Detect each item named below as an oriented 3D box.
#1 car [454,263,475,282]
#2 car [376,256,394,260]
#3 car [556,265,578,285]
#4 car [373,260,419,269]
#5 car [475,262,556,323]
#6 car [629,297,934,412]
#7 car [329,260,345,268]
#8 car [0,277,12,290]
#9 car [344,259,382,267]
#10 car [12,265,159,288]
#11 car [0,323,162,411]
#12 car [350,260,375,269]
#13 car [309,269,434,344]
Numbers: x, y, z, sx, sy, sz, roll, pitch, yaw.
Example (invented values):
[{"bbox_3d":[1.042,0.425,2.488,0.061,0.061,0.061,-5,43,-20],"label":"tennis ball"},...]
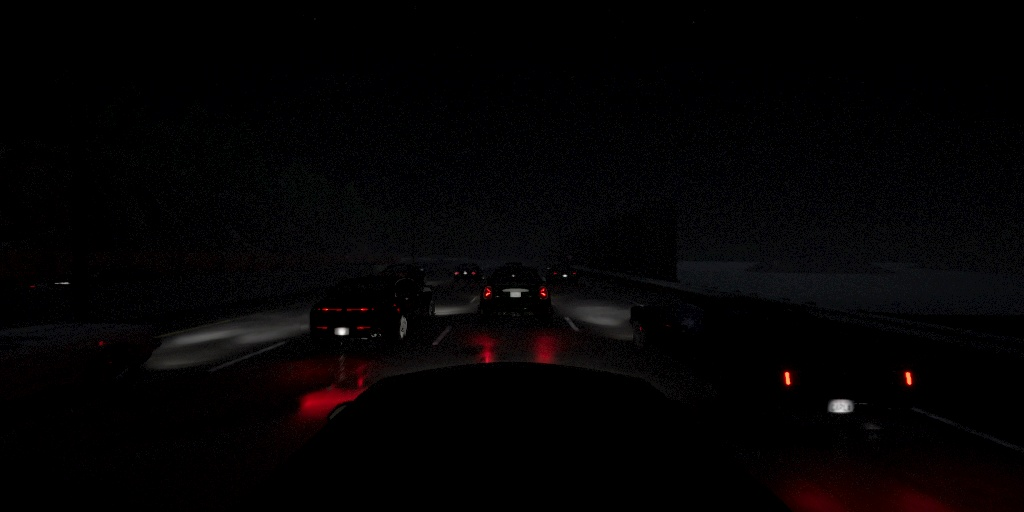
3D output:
[{"bbox_3d":[-3.396,1.299,28.568,2.033,1.411,5.357,0,0,0],"label":"car"},{"bbox_3d":[-20.580,0.973,57.530,2.150,2.045,5.566,0,0,2],"label":"car"},{"bbox_3d":[3.605,1.315,26.364,1.994,1.385,4.181,0,0,0],"label":"car"},{"bbox_3d":[-6.896,1.228,23.032,1.882,1.535,5.008,0,0,0],"label":"car"},{"bbox_3d":[0.104,1.103,12.190,2.097,1.767,4.553,0,0,0],"label":"car"},{"bbox_3d":[3.601,1.351,6.144,1.895,1.301,4.718,0,0,0],"label":"car"},{"bbox_3d":[-27.554,1.353,58.171,1.895,1.301,4.718,0,0,2],"label":"car"},{"bbox_3d":[-28.097,1.350,17.434,1.895,1.301,4.718,0,0,0],"label":"car"},{"bbox_3d":[-17.474,1.352,42.462,1.895,1.301,4.718,0,0,1],"label":"car"},{"bbox_3d":[-21.095,1.241,18.410,2.128,1.511,4.902,0,0,0],"label":"car"},{"bbox_3d":[-6.897,1.351,3.920,1.895,1.301,4.718,0,0,0],"label":"car"},{"bbox_3d":[-24.067,1.353,57.974,1.895,1.301,4.718,0,0,2],"label":"car"},{"bbox_3d":[-3.397,1.255,9.577,1.837,1.490,4.892,0,0,0],"label":"car"}]
